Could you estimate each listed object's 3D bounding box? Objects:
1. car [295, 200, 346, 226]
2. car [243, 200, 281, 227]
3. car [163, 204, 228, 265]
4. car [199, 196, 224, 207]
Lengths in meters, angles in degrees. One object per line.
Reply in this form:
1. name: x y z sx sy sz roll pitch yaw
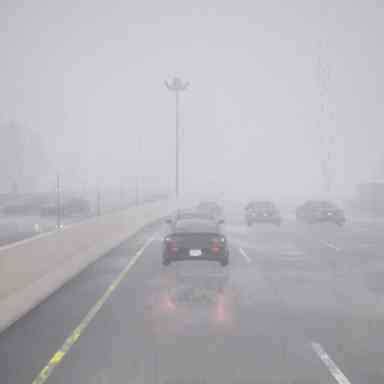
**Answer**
1. car: 7.653 1.196 20.304 2.033 1.411 5.357 0 1 6
2. car: 4.108 1.202 19.967 2.033 1.411 5.357 0 1 6
3. car: 0.117 1.339 10.752 1.812 1.442 4.674 0 1 1
4. car: 1.541 1.065 26.710 1.812 1.442 4.674 0 1 9
